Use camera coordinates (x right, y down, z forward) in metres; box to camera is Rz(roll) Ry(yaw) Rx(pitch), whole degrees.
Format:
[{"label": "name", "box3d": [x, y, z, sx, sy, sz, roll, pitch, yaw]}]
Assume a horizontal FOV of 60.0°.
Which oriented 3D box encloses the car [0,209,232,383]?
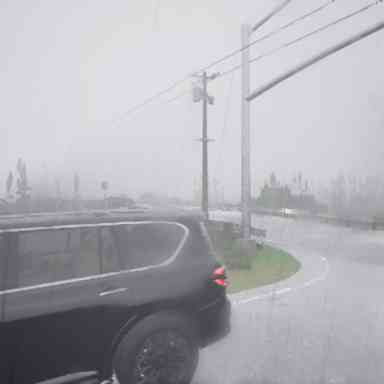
[{"label": "car", "box3d": [-2.167, 1.254, 3.632, 5.566, 2.045, 2.150, 0, -1, -30]}]
